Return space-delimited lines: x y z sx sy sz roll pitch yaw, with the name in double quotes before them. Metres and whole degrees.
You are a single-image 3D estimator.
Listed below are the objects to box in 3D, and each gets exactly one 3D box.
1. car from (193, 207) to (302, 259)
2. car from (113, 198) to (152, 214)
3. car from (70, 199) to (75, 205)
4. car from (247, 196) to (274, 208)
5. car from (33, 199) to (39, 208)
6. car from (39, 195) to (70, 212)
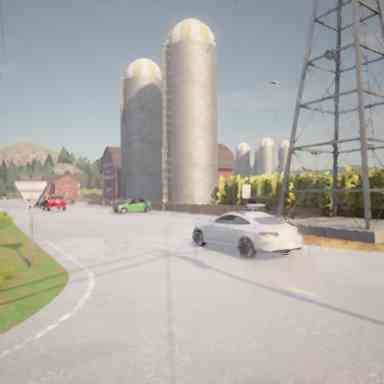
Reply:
"car" 1.814 1.419 12.123 1.812 1.442 4.674 0 0 -31
"car" -6.436 1.496 35.943 3.988 1.617 1.851 0 0 -33
"car" -24.514 1.792 63.564 4.181 1.381 1.994 0 0 -33
"car" 4.570 1.240 22.976 1.905 1.878 3.866 -1 0 26
"car" -23.010 1.724 50.806 1.812 1.442 4.674 0 0 -32
"car" -17.455 1.348 42.127 2.150 2.045 5.566 0 0 -32
